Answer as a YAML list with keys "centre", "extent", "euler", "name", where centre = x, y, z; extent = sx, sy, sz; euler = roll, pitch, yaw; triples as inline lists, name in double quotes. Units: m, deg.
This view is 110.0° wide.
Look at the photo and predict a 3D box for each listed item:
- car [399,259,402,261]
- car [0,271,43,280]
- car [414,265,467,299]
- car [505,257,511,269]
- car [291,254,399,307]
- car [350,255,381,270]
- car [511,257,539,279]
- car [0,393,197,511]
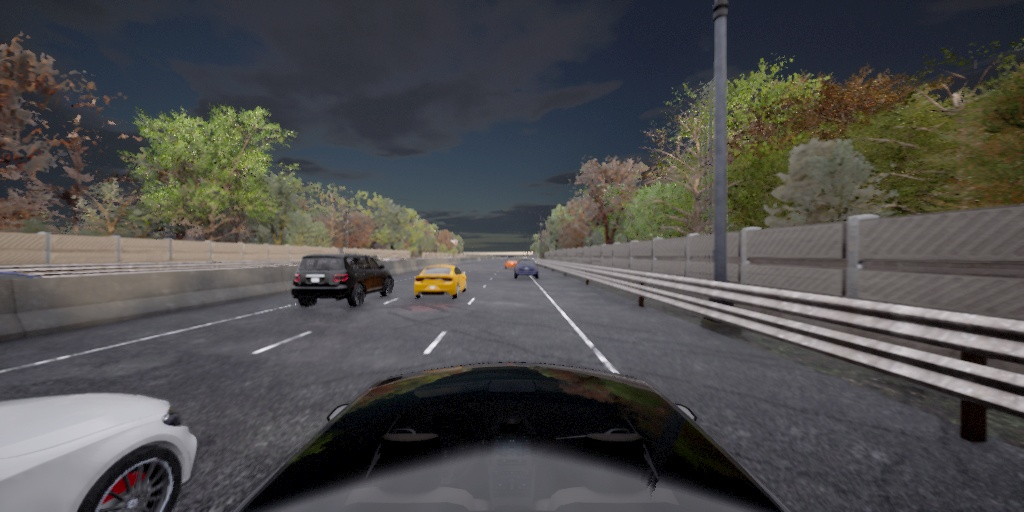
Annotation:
- centre: [-17.560, 1.118, 54.060]
  extent: [1.882, 1.535, 5.008]
  euler: [0, 0, 0]
  name: "car"
- centre: [-17.600, 1.198, 11.306]
  extent: [1.882, 1.535, 5.008]
  euler: [0, 0, 0]
  name: "car"
- centre: [-3.402, 1.180, 17.801]
  extent: [1.882, 1.535, 5.008]
  euler: [0, 0, 0]
  name: "car"
- centre: [0.010, 0.995, 53.567]
  extent: [2.097, 1.767, 4.553]
  euler: [0, 0, 0]
  name: "car"
- centre: [-6.907, 0.931, 15.264]
  extent: [2.150, 2.045, 5.566]
  euler: [0, 0, 0]
  name: "car"
- centre: [-21.061, 0.862, 51.859]
  extent: [2.150, 2.045, 5.566]
  euler: [0, 0, 1]
  name: "car"
- centre: [1.218, 1.025, 31.919]
  extent: [2.097, 1.767, 4.553]
  euler: [0, 0, 0]
  name: "car"
- centre: [-3.401, 1.278, 0.845]
  extent: [1.812, 1.442, 4.674]
  euler: [0, 0, 0]
  name: "car"
